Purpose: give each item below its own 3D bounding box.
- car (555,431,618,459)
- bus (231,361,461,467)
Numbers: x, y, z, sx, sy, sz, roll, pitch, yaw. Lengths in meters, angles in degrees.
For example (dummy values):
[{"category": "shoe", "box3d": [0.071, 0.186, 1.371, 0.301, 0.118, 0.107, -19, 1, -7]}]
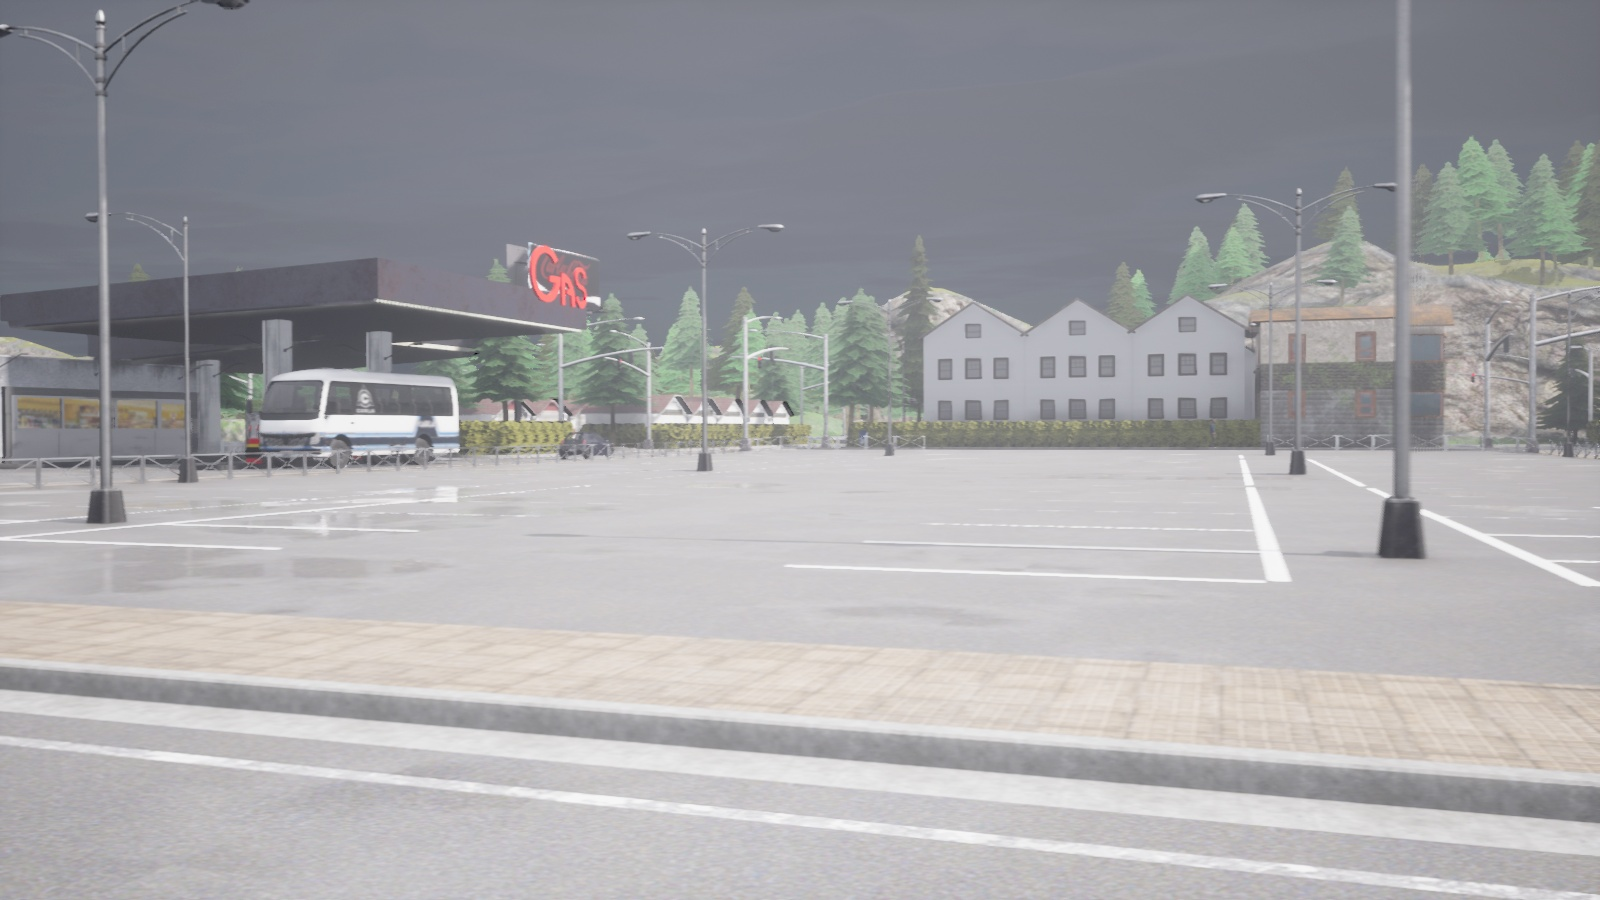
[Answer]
[{"category": "car", "box3d": [-11.585, -0.299, 68.437, 1.845, 1.501, 3.633, 1, 1, 19]}, {"category": "bus", "box3d": [-19.777, -1.517, 55.750, 3.944, 4.253, 10.273, 1, 1, 19]}]
